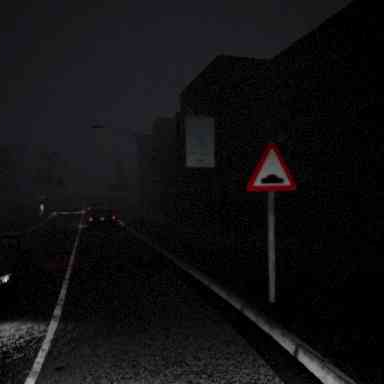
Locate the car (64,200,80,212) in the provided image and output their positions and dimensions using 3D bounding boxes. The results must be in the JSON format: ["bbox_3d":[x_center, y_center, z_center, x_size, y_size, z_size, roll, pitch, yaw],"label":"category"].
[{"bbox_3d":[-17.097,1.935,47.271,1.812,1.442,4.674,-1,3,-17],"label":"car"}]

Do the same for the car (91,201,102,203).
[{"bbox_3d":[-12.061,1.924,41.847,2.097,1.767,4.553,-1,2,-17],"label":"car"}]

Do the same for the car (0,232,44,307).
[{"bbox_3d":[-4.985,1.792,8.427,1.812,1.442,4.674,-1,-1,-16],"label":"car"}]

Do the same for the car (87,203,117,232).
[{"bbox_3d":[-6.996,1.986,25.670,2.097,1.767,4.553,-1,-1,-17],"label":"car"}]
